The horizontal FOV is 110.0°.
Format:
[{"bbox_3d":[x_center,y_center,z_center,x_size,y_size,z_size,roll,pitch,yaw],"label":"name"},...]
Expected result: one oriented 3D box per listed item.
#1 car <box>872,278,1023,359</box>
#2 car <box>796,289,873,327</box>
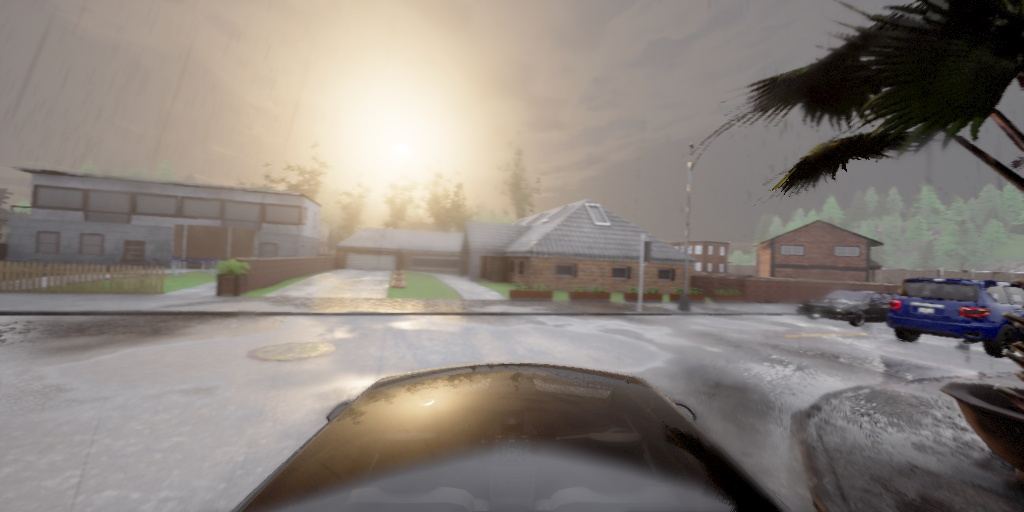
[{"bbox_3d":[14.194,1.752,10.862,5.566,2.045,2.150,3,-1,-17],"label":"car"},{"bbox_3d":[14.956,2.166,15.391,5.357,1.411,2.033,3,-1,-17],"label":"car"}]
